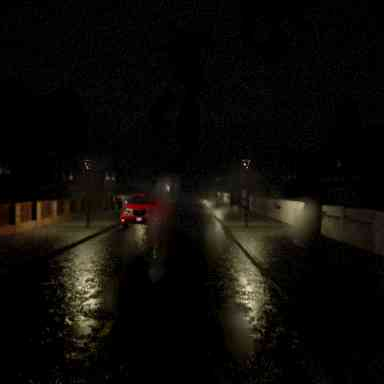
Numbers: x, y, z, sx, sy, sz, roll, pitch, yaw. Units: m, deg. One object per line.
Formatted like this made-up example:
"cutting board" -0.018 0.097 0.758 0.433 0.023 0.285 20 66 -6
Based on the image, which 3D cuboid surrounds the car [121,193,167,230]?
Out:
"car" -2.781 1.077 20.378 2.150 2.045 5.566 0 0 0
